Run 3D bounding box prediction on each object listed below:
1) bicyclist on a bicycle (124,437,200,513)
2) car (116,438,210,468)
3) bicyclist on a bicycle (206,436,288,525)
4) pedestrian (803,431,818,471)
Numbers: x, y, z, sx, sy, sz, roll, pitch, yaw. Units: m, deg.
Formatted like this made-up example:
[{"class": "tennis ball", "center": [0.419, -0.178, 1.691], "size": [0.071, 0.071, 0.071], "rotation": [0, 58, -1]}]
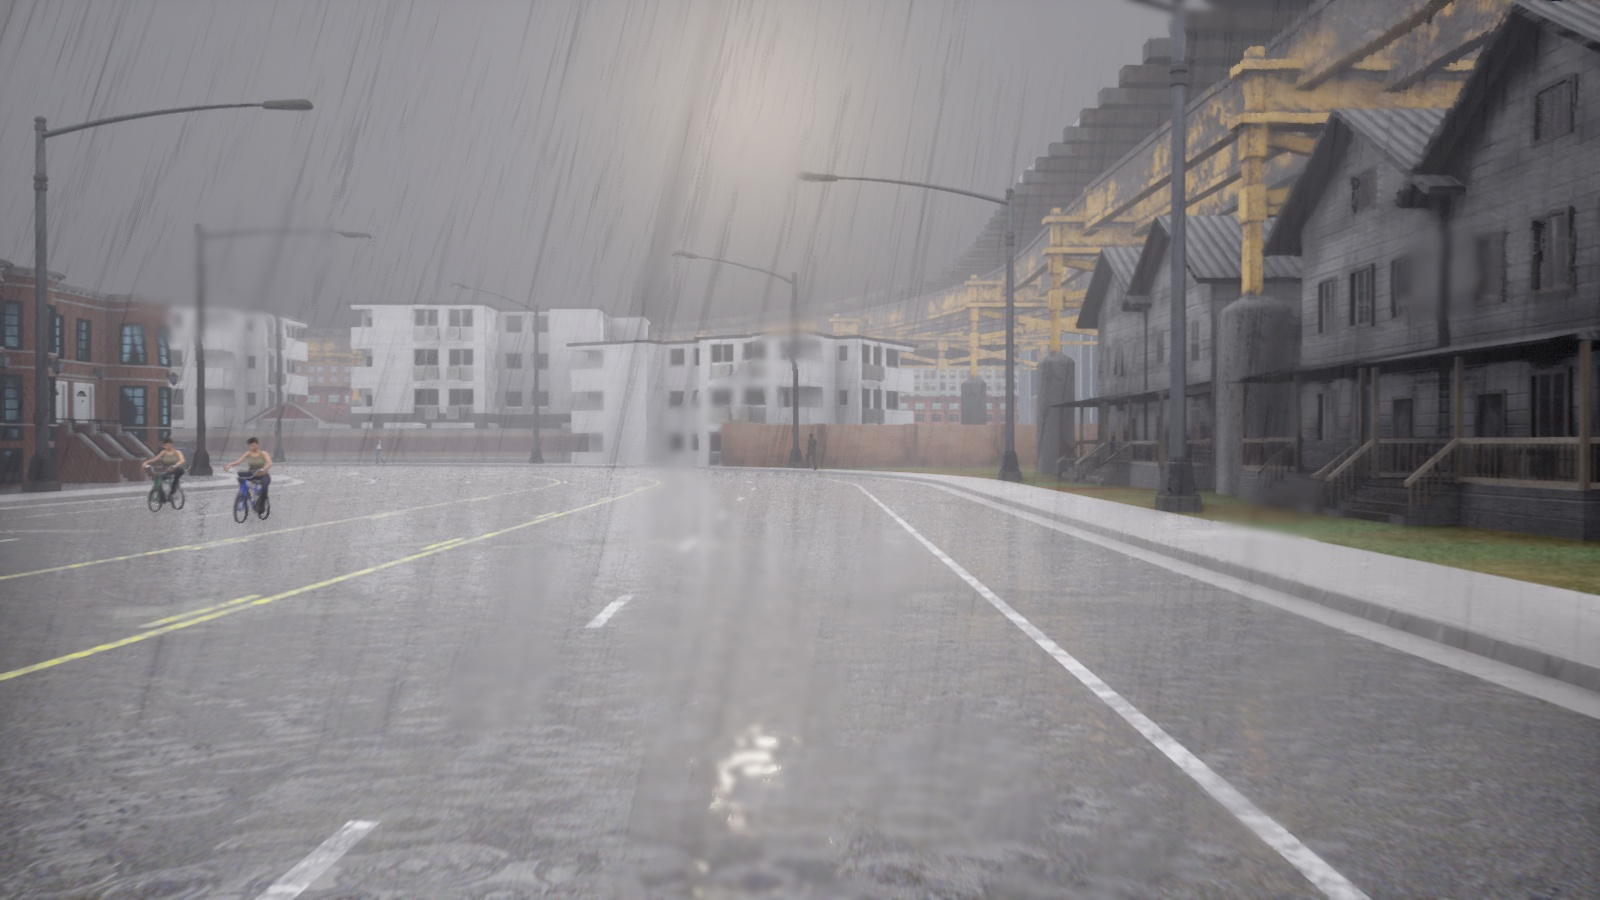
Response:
[{"class": "bicyclist on a bicycle", "center": [-13.821, 0.518, 27.237], "size": [0.866, 1.612, 1.509], "rotation": [0, 0, 1]}, {"class": "car", "center": [-37.911, 0.153, 74.809], "size": [4.553, 1.767, 2.097], "rotation": [0, 0, 3]}, {"class": "bicyclist on a bicycle", "center": [-10.348, 0.542, 23.545], "size": [0.866, 1.612, 1.509], "rotation": [0, 0, 0]}, {"class": "pedestrian", "center": [0.514, 0.057, 61.249], "size": [0.395, 1.930, 0.692], "rotation": [0, 0, -30]}]
